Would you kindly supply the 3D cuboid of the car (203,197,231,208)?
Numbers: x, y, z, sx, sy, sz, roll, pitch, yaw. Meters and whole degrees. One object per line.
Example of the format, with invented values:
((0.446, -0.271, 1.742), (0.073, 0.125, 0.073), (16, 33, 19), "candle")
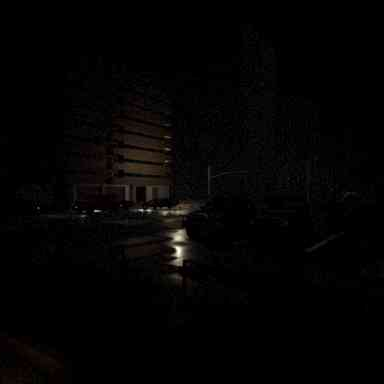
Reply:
((3.852, 1.491, 50.734), (2.128, 1.511, 4.902), (0, 0, 34), "car")

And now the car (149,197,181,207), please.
((-4.110, 1.547, 51.711), (2.033, 1.411, 5.357), (0, 0, 35), "car")

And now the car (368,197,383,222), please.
((15.945, 1.395, 27.283), (1.970, 1.475, 3.806), (0, 0, 34), "car")

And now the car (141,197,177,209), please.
((-4.487, 1.547, 44.925), (2.033, 1.411, 5.357), (0, 0, 34), "car")

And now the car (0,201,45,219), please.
((-15.400, 1.564, 28.687), (1.994, 1.385, 4.181), (0, 0, 34), "car")

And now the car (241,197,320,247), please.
((3.920, 1.156, 14.329), (1.905, 1.878, 3.866), (0, 0, 34), "car")

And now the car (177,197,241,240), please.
((1.553, 1.153, 15.995), (1.932, 1.855, 4.605), (0, 0, 34), "car")

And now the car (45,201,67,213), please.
((-15.317, 1.601, 35.090), (1.895, 1.301, 4.718), (0, 0, 34), "car")

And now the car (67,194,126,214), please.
((-10.295, 1.221, 36.288), (2.150, 2.045, 5.566), (0, 0, 34), "car")

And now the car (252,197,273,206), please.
((12.101, 1.526, 56.746), (1.812, 1.442, 4.674), (0, 0, 34), "car")

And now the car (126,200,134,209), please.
((-9.942, 1.547, 43.095), (2.033, 1.411, 5.357), (0, 0, 34), "car")
